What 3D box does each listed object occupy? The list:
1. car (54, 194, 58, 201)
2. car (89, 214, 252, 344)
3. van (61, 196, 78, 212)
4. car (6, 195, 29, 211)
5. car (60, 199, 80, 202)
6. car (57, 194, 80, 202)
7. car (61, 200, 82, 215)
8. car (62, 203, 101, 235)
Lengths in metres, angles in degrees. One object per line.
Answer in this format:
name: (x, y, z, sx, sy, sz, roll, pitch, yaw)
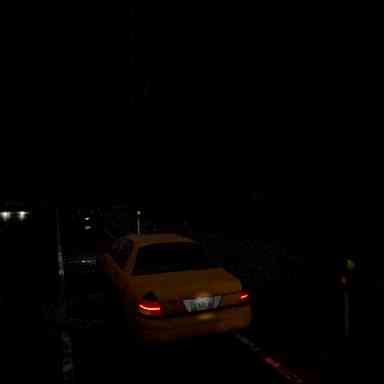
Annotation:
car: (-31.408, 1.471, 79.659, 1.967, 1.590, 4.097, 0, 0, -24)
car: (-0.834, 1.457, 6.777, 1.801, 1.575, 5.366, 0, 0, -22)
van: (-14.461, 1.343, 39.172, 1.690, 1.788, 3.998, 0, 0, -22)
car: (-21.300, 1.491, 40.399, 1.882, 1.535, 5.008, 0, 0, -22)
car: (-10.262, 1.567, 28.953, 1.947, 1.339, 4.313, 0, 0, -22)
car: (-12.362, 1.317, 34.063, 2.192, 1.841, 5.009, 0, 0, -22)
car: (-8.163, 1.552, 23.844, 2.008, 1.369, 4.403, 0, 0, -22)
car: (-6.063, 1.552, 18.735, 2.008, 1.369, 4.403, 0, 0, -22)
